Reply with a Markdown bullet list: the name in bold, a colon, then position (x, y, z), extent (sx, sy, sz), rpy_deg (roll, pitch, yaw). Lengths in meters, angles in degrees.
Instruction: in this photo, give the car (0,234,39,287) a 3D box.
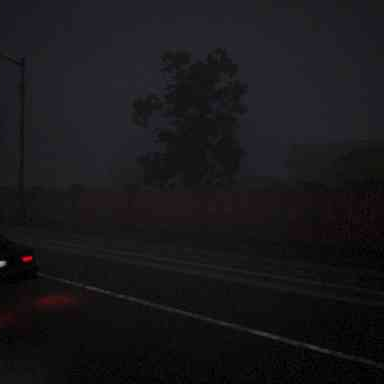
- **car**: position (-5.971, 1.522, 8.258), extent (5.357, 1.411, 2.033), rpy_deg (0, 0, 36)
